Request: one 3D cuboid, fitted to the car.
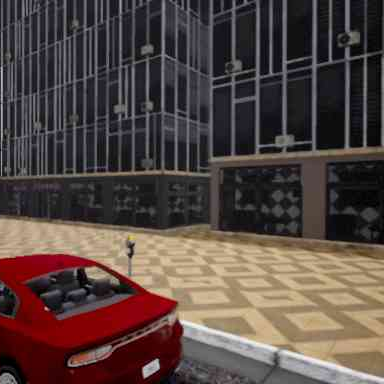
[{"bbox_3d":[-2.204,1.515,4.448,4.507,1.381,1.887,1,0,35],"label":"car"}]
